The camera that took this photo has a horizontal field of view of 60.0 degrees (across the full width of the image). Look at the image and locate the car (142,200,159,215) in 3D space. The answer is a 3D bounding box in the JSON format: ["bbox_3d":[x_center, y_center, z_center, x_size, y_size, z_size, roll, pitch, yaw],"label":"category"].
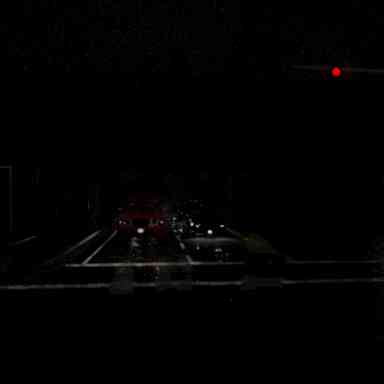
[{"bbox_3d":[-4.879,1.775,39.327,1.882,1.535,5.008,0,0,-6],"label":"car"}]

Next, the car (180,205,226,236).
[{"bbox_3d":[0.673,1.729,20.164,2.033,1.411,5.357,0,0,-6],"label":"car"}]

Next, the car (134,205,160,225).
[{"bbox_3d":[-3.577,1.812,26.995,1.895,1.301,4.718,0,0,-6],"label":"car"}]

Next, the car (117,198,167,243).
[{"bbox_3d":[-2.538,1.365,17.296,2.150,2.045,5.566,0,-1,-6],"label":"car"}]

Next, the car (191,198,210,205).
[{"bbox_3d":[1.500,1.933,46.678,2.033,1.411,5.357,0,0,-5],"label":"car"}]

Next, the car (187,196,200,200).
[{"bbox_3d":[0.356,1.679,56.994,2.150,2.045,5.566,0,0,-6],"label":"car"}]

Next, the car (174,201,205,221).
[{"bbox_3d":[-0.307,1.773,29.510,1.812,1.442,4.674,0,0,-6],"label":"car"}]

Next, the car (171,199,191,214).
[{"bbox_3d":[-1.497,1.926,40.629,1.895,1.301,4.718,0,0,-6],"label":"car"}]
